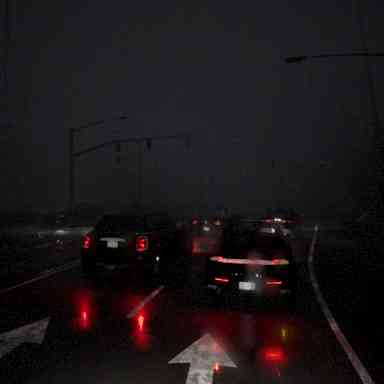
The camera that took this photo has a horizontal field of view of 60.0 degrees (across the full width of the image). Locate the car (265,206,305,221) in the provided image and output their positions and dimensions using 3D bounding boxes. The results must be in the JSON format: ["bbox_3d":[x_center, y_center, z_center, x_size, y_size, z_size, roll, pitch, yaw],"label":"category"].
[{"bbox_3d":[4.647,1.503,17.268,1.837,1.490,4.892,0,0,21],"label":"car"}]

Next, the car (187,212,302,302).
[{"bbox_3d":[1.564,1.491,8.392,2.128,1.511,4.902,0,0,13],"label":"car"}]

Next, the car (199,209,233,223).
[{"bbox_3d":[1.553,1.599,18.957,1.895,1.301,4.718,0,0,21],"label":"car"}]

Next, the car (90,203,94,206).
[{"bbox_3d":[-4.412,1.545,23.297,2.033,1.411,5.357,0,0,22],"label":"car"}]

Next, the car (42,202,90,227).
[{"bbox_3d":[-8.172,1.475,23.355,1.882,1.535,5.008,0,0,22],"label":"car"}]

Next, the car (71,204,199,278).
[{"bbox_3d":[-1.441,1.351,10.475,2.097,1.767,4.553,0,0,16],"label":"car"}]
